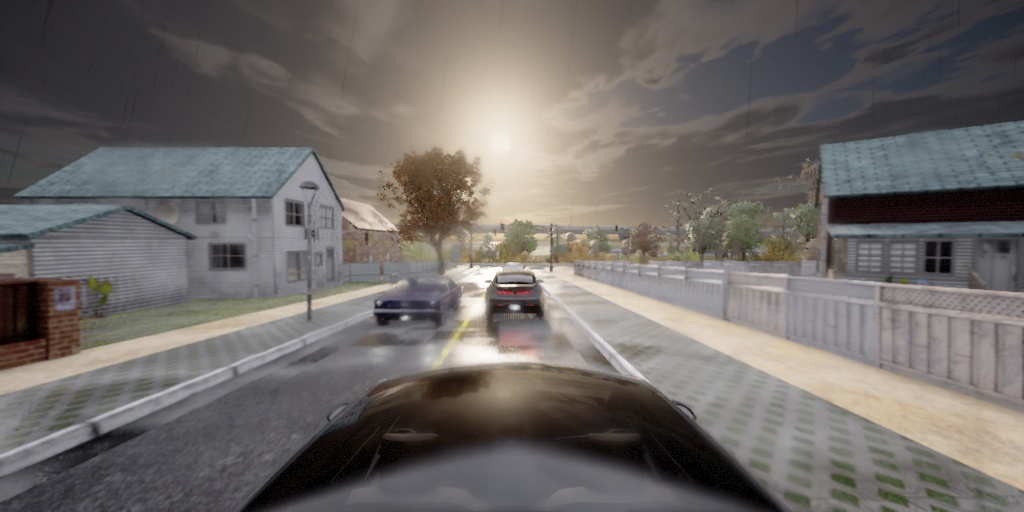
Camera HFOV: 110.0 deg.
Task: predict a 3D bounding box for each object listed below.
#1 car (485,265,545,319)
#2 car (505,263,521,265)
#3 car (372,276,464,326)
[{"bbox_3d":[0.099,1.240,12.670,1.837,1.490,4.892,0,0,0],"label":"car"},{"bbox_3d":[0.096,1.256,28.952,1.812,1.442,4.674,0,0,0],"label":"car"},{"bbox_3d":[-2.813,1.338,11.707,1.895,1.301,4.718,0,0,0],"label":"car"}]
